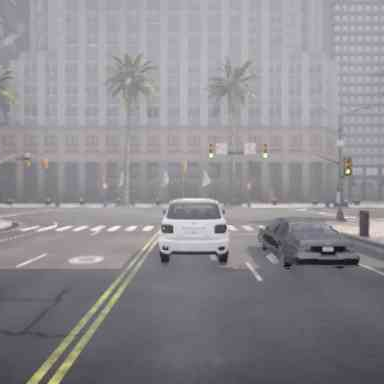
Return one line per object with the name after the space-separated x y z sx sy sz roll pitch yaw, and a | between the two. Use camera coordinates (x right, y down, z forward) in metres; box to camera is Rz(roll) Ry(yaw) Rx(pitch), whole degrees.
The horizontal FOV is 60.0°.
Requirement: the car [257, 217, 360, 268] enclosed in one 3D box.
3.571 1.547 11.218 2.033 1.411 5.357 0 0 0 | car

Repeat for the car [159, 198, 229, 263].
0.072 1.222 12.166 2.150 2.045 5.566 0 0 0 | car
